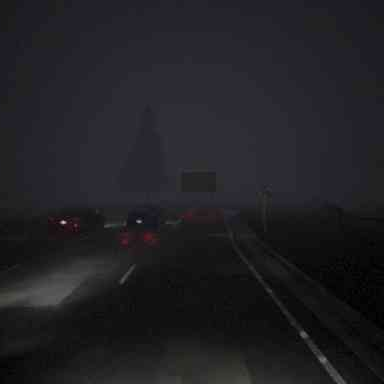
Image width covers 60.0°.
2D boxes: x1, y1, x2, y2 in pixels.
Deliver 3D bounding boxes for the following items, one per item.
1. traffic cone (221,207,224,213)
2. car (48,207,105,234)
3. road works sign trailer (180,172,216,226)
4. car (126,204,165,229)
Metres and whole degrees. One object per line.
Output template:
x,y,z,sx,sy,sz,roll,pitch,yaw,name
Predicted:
3.241,1.899,35.683,0.340,0.580,0.340,0,0,5,traffic cone
-6.462,1.533,19.007,1.994,1.385,4.181,0,0,3,car
0.495,0.428,22.884,2.380,3.560,2.880,0,0,5,road works sign trailer
-2.856,1.492,21.082,1.812,1.442,4.674,0,0,3,car
